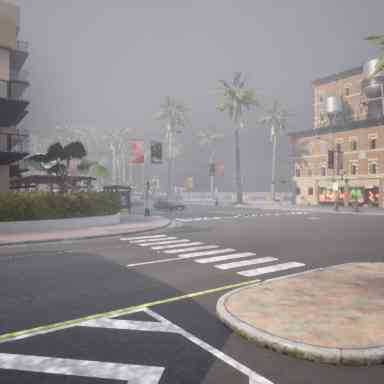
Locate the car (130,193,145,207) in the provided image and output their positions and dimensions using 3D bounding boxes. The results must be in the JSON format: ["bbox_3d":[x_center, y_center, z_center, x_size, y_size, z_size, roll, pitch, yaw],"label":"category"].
[{"bbox_3d":[-8.859,1.352,49.725,2.097,1.767,4.553,0,0,-35],"label":"car"}]

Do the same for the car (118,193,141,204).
[{"bbox_3d":[-12.685,1.221,67.362,2.150,2.045,5.566,0,0,-38],"label":"car"}]

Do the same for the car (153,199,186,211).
[{"bbox_3d":[-2.944,1.547,41.294,2.033,1.411,5.357,0,0,-35],"label":"car"}]
